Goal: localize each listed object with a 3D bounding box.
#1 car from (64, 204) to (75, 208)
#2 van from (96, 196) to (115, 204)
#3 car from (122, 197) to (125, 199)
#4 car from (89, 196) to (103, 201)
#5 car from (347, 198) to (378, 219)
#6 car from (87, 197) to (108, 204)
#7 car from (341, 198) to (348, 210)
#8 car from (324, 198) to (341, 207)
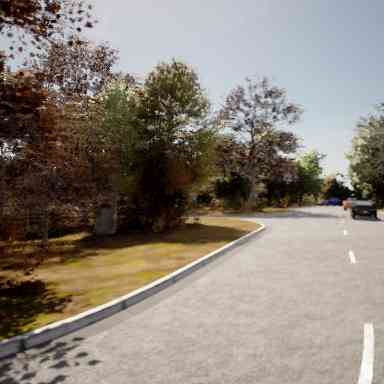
[{"bbox_3d":[-21.693,2.113,55.433,4.674,1.452,2.002,0,0,23],"label":"car"},{"bbox_3d":[-22.172,2.022,85.391,4.442,1.987,1.878,0,-1,23],"label":"van"},{"bbox_3d":[-19.845,2.127,91.130,5.566,2.045,2.435,0,-1,23],"label":"car"},{"bbox_3d":[-24.772,2.150,80.022,5.366,1.575,1.946,0,-1,23],"label":"car"},{"bbox_3d":[14.846,1.474,28.909,1.882,1.535,5.008,0,0,23],"label":"car"},{"bbox_3d":[-23.435,2.068,82.626,4.553,1.767,2.185,0,-1,23],"label":"car"},{"bbox_3d":[22.029,1.616,45.790,2.097,1.767,4.553,-1,-2,23],"label":"car"},{"bbox_3d":[33.714,2.426,79.032,2.150,2.045,5.566,1,-2,-10],"label":"car"}]
